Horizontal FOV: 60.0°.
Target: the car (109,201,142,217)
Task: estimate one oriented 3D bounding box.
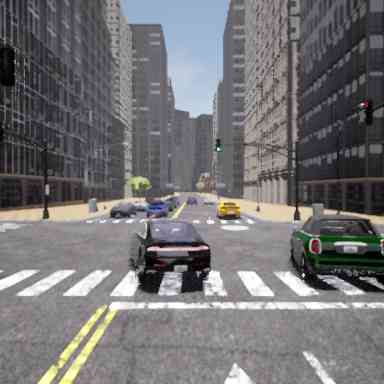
[{"bbox_3d":[-6.587,1.668,32.494,2.033,1.411,5.357,0,0,0],"label":"car"}]

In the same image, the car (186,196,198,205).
[{"bbox_3d":[-0.005,1.575,64.007,2.097,1.767,4.553,0,0,0],"label":"car"}]

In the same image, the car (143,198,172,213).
[{"bbox_3d":[-3.342,1.648,32.926,1.812,1.442,4.674,0,0,0],"label":"car"}]

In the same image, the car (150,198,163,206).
[{"bbox_3d":[-6.506,1.778,61.381,1.994,1.385,4.181,0,0,0],"label":"car"}]

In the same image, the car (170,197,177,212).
[{"bbox_3d":[-3.328,1.716,41.671,1.994,1.385,4.181,0,0,1],"label":"car"}]

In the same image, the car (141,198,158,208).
[{"bbox_3d":[-6.513,1.688,51.402,1.837,1.490,4.892,0,0,0],"label":"car"}]

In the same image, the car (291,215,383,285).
[{"bbox_3d":[4.212,1.461,9.984,2.097,1.767,4.553,0,-2,12],"label":"car"}]

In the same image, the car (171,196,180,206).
[{"bbox_3d":[-3.274,1.705,50.261,1.812,1.442,4.674,0,0,0],"label":"car"}]

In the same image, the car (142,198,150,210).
[{"bbox_3d":[-6.584,1.754,42.081,1.895,1.301,4.718,0,0,0],"label":"car"}]

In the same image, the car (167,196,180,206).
[{"bbox_3d":[-3.256,1.564,60.550,2.097,1.767,4.553,0,0,0],"label":"car"}]

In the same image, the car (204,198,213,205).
[{"bbox_3d":[3.245,1.824,64.066,1.895,1.301,4.718,0,0,0],"label":"car"}]

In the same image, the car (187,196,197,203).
[{"bbox_3d":[-0.006,1.609,74.039,2.128,1.511,4.902,0,0,0],"label":"car"}]

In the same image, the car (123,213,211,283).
[{"bbox_3d":[-0.820,1.592,10.057,2.128,1.511,4.902,1,-1,-13],"label":"car"}]

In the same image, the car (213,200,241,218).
[{"bbox_3d":[3.349,1.595,31.158,1.882,1.535,5.008,0,0,0],"label":"car"}]
